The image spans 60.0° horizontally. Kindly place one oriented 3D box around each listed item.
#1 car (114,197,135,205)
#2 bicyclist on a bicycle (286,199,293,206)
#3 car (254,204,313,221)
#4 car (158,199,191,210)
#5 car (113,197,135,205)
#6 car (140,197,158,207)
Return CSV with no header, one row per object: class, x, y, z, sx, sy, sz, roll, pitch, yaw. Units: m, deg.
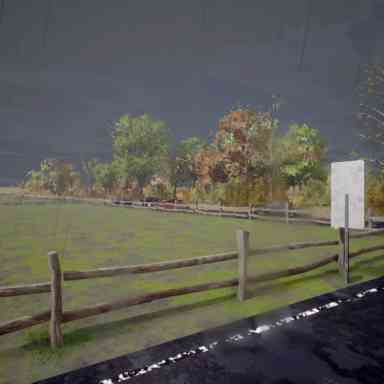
car,-10.895,1.606,53.997,1.994,1.385,4.181,0,0,-34
bicyclist on a bicycle,9.956,1.490,34.192,1.656,1.620,0.582,0,0,-35
car,7.448,1.629,27.321,1.895,1.301,4.718,0,0,-35
car,-1.972,1.569,40.957,1.812,1.442,4.674,0,0,-35
car,-12.540,1.589,61.227,2.033,1.411,5.357,0,0,-35
car,-6.594,1.524,52.714,1.882,1.535,5.008,0,0,-34
